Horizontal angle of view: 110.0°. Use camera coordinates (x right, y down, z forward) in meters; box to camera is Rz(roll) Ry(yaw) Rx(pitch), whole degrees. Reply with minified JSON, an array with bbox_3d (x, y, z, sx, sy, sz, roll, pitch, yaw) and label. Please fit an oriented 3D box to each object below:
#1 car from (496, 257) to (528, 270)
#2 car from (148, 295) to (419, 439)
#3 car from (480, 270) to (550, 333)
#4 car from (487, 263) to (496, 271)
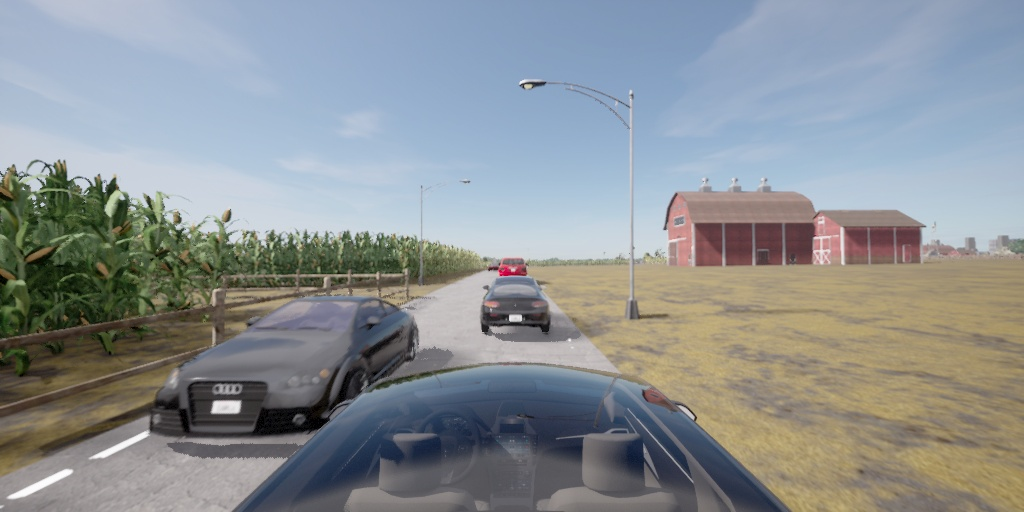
[{"bbox_3d":[0.086,1.125,28.545,2.150,2.045,5.566,0,0,0],"label":"car"},{"bbox_3d":[-2.851,1.334,5.572,1.994,1.385,4.181,0,0,0],"label":"car"},{"bbox_3d":[0.084,1.325,10.859,1.812,1.442,4.674,0,0,0],"label":"car"},{"bbox_3d":[-2.792,1.808,55.928,1.895,1.301,4.718,0,-1,0],"label":"car"}]
